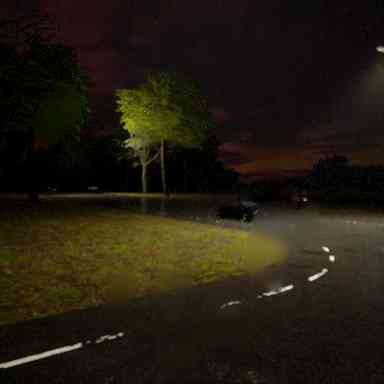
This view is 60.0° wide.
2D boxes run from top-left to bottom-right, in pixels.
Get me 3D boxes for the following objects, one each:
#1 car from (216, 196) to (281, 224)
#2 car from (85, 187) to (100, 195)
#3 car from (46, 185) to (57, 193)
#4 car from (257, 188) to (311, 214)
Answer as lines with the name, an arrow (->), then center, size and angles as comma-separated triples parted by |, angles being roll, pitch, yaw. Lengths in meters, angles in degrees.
car -> 3.495, 1.247, 22.342 | 1.994, 1.385, 4.181 | -2, 2, -36
car -> -20.392, -0.297, 67.807 | 2.128, 1.511, 4.902 | -2, 2, -36
car -> -33.605, -0.764, 79.500 | 2.097, 1.767, 4.553 | -1, 2, -29
car -> 7.485, 0.685, 28.780 | 2.150, 2.045, 5.566 | -2, 2, -35
